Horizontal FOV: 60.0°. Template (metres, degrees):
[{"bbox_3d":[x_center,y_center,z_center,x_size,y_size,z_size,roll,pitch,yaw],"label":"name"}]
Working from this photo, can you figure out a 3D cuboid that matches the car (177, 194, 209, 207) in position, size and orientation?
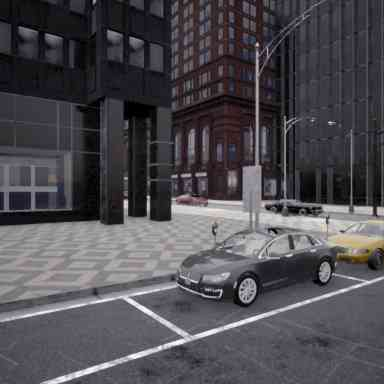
[{"bbox_3d":[0.002,0.955,39.166,1.812,1.442,4.674,0,1,-36],"label":"car"}]

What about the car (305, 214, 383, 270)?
[{"bbox_3d":[6.029,1.526,10.983,4.829,1.417,1.752,0,0,-36],"label":"car"}]

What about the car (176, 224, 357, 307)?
[{"bbox_3d":[1.688,1.551,7.869,4.403,1.369,2.008,0,0,-36],"label":"car"}]

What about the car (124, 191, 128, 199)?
[{"bbox_3d":[-11.684,0.578,55.434,1.882,1.535,5.008,0,1,-36],"label":"car"}]

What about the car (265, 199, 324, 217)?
[{"bbox_3d":[8.412,1.294,27.571,1.895,1.301,4.718,0,1,-36],"label":"car"}]
